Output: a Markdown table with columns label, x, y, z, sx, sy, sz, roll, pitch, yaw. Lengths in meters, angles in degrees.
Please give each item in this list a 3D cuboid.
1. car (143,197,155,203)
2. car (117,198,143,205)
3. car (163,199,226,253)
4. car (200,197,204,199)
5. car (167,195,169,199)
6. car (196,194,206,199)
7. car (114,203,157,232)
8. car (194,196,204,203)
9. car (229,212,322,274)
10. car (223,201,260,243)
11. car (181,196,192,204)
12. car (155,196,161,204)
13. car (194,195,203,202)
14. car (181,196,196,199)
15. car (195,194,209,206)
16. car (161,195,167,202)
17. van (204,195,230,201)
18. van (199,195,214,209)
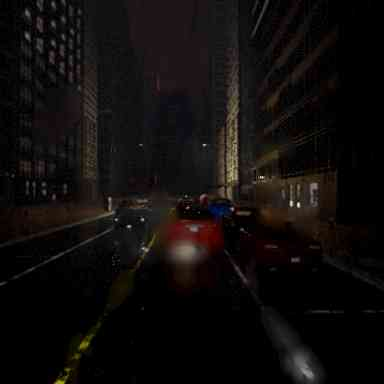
| label | x | y | z | sx | sy | sz | roll | pitch | yaw |
| --- | --- | --- | --- | --- | --- | --- | --- | --- | --- |
| car | -6.526 | 1.542 | 44.081 | 2.008 | 1.369 | 4.403 | 0 | 0 | -1 |
| car | -6.306 | 1.438 | 32.798 | 1.967 | 1.590 | 4.097 | 0 | 0 | -1 |
| car | -0.058 | 1.348 | 13.924 | 2.097 | 1.767 | 4.553 | 0 | 0 | -3 |
| car | 2.071 | 1.536 | 32.989 | 2.008 | 1.369 | 4.403 | 0 | 0 | -1 |
| car | -7.512 | 1.498 | 94.856 | 1.887 | 1.381 | 4.507 | 0 | 0 | -1 |
| car | 1.963 | 1.297 | 38.629 | 2.192 | 1.841 | 5.009 | 0 | 0 | -1 |
| car | -3.487 | 1.599 | 20.515 | 1.895 | 1.301 | 4.718 | 0 | 0 | -1 |
| car | 1.413 | 1.547 | 66.831 | 1.802 | 1.307 | 4.206 | 0 | 0 | -1 |
| car | 2.509 | 1.538 | 10.427 | 1.887 | 1.381 | 4.507 | 0 | 0 | -1 |
| car | 2.400 | 1.432 | 16.068 | 1.967 | 1.590 | 4.097 | 0 | 0 | -1 |
| car | -1.109 | 1.518 | 62.939 | 2.033 | 1.411 | 5.357 | 0 | 0 | -1 |
| car | -6.746 | 1.535 | 55.364 | 2.008 | 1.369 | 4.403 | 0 | 0 | -1 |
| car | 1.301 | 1.486 | 72.641 | 1.752 | 1.417 | 4.829 | 0 | 0 | -1 |
| car | -0.730 | 1.488 | 43.462 | 1.837 | 1.490 | 4.892 | 0 | 0 | -1 |
| car | 1.635 | 1.287 | 55.550 | 2.192 | 1.841 | 5.009 | 0 | 0 | -1 |
| car | -7.074 | 1.524 | 72.290 | 2.008 | 1.369 | 4.403 | 0 | 0 | -1 |
| van | 2.182 | 1.329 | 27.348 | 1.690 | 1.788 | 3.998 | 0 | 0 | -1 |
| van | 1.854 | 1.320 | 44.270 | 1.690 | 1.788 | 3.998 | 0 | 0 | -1 |
